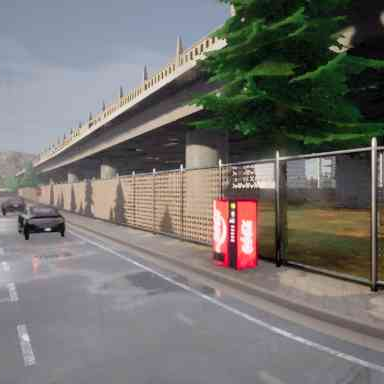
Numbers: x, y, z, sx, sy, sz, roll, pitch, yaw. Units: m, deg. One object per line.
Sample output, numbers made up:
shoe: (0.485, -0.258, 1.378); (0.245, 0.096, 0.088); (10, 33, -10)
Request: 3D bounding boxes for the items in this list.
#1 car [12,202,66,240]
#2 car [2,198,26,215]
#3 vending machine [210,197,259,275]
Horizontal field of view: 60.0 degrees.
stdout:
car: (-7.894, 1.491, 17.328); (2.128, 1.511, 4.902); (0, 0, -32)
car: (-18.343, 1.353, 34.329); (2.097, 1.767, 4.553); (0, 0, -31)
vending machine: (1.237, 1.195, 9.664); (1.100, 2.100, 0.880); (0, 0, -32)
